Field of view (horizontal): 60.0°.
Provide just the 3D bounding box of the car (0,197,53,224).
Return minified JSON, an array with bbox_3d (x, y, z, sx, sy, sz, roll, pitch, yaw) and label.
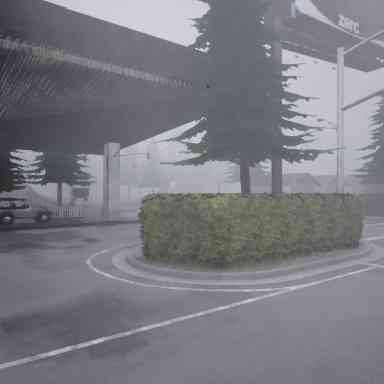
[{"bbox_3d":[-12.003,1.313,23.463,3.866,1.878,1.905,0,0,-36],"label":"car"}]
